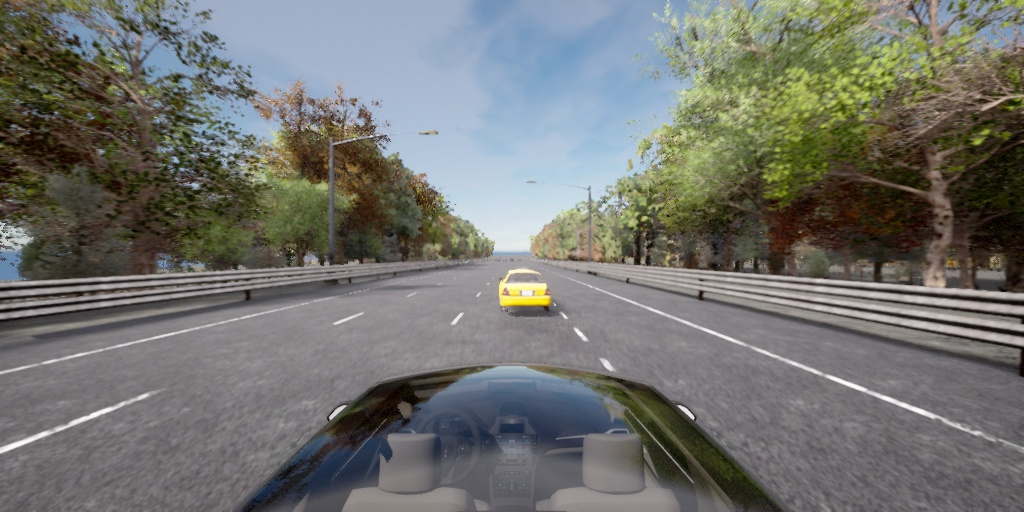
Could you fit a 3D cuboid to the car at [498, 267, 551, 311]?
[{"bbox_3d":[0.407,1.205,14.424,1.801,1.575,5.366,0,0,-2],"label":"car"}]
